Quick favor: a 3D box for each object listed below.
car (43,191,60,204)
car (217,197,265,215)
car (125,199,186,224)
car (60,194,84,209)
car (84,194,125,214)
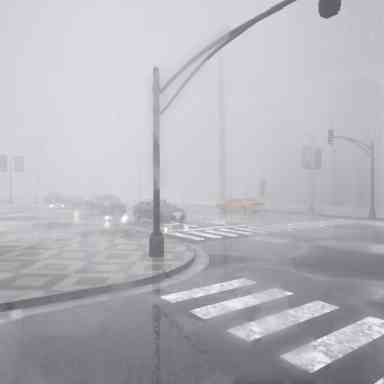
[{"bbox_3d":[-18.830,0.693,45.403,2.097,1.767,4.553,0,1,-35],"label":"car"},{"bbox_3d":[4.304,1.181,30.223,1.882,1.535,5.008,0,1,-36],"label":"car"},{"bbox_3d":[-2.282,1.243,22.339,2.128,1.511,4.902,0,1,-36],"label":"car"},{"bbox_3d":[-12.849,1.094,37.038,1.895,1.301,4.718,0,1,-36],"label":"car"},{"bbox_3d":[-7.609,0.975,29.743,2.097,1.767,4.553,0,1,-36],"label":"car"}]
